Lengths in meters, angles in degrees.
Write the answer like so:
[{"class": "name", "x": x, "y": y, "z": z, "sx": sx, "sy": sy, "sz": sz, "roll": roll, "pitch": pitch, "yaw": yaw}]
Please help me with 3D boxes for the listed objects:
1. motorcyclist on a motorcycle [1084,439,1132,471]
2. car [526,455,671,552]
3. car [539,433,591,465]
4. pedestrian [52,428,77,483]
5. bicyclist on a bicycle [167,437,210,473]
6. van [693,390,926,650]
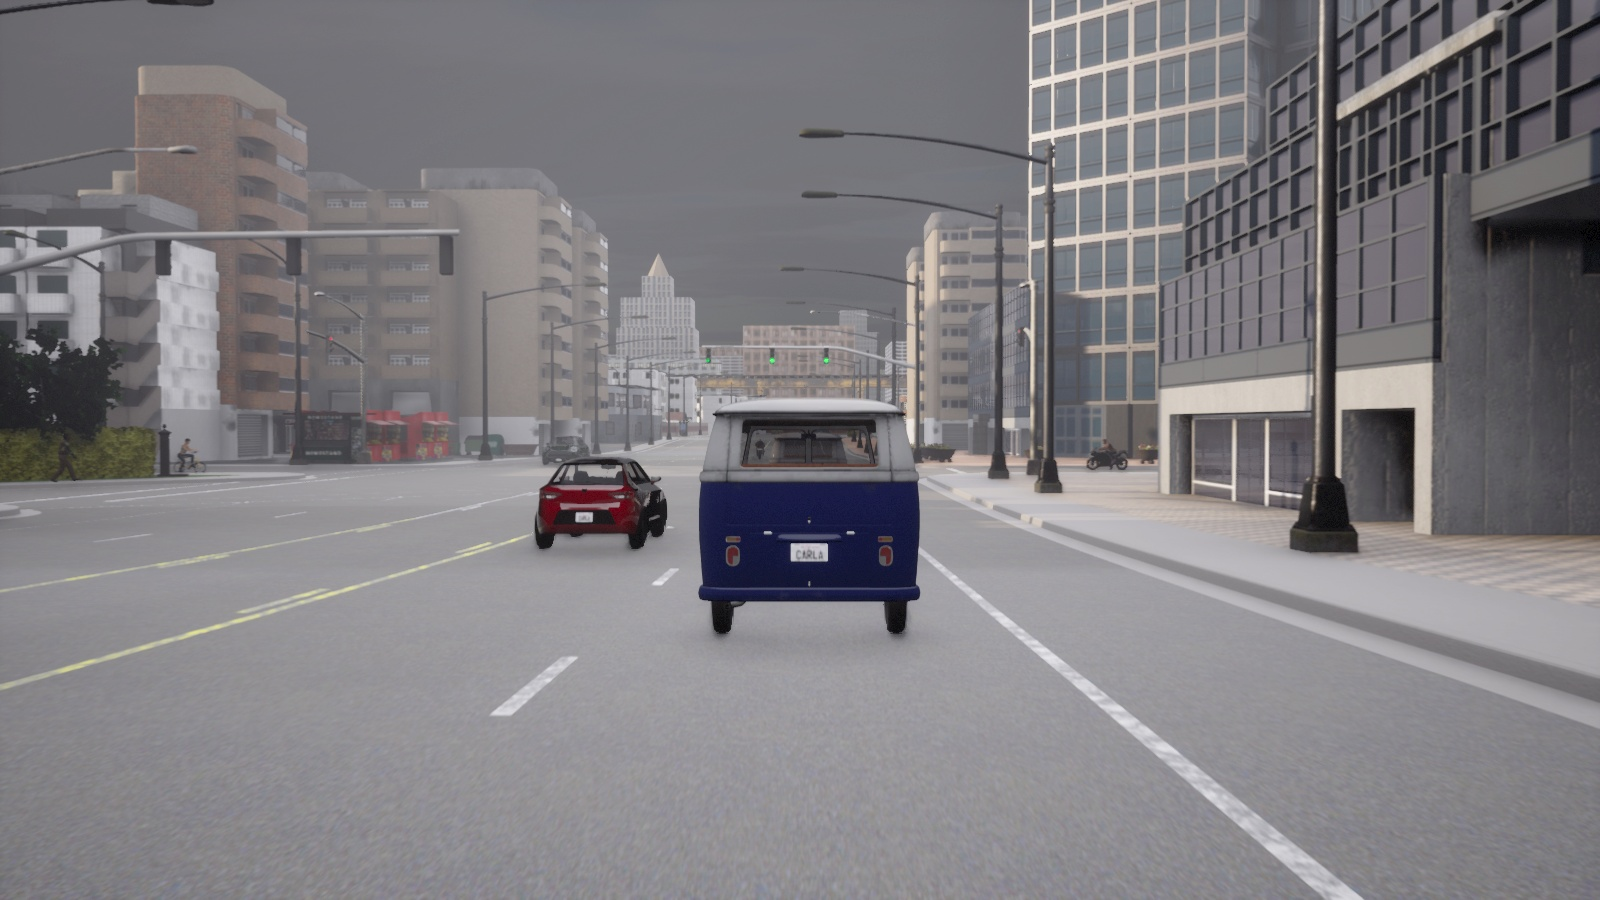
[{"class": "motorcyclist on a motorcycle", "x": 14.637, "y": 0.235, "z": 59.720, "sx": 2.044, "sy": 1.523, "sz": 0.797, "roll": 0, "pitch": 1, "yaw": 1}, {"class": "car", "x": -3.361, "y": 0.842, "z": 21.697, "sx": 1.816, "sy": 1.474, "sz": 4.193, "roll": 0, "pitch": 0, "yaw": 0}, {"class": "car", "x": -13.568, "y": -0.078, "z": 72.753, "sx": 2.097, "sy": 1.767, "sz": 4.553, "roll": 0, "pitch": 1, "yaw": 0}, {"class": "pedestrian", "x": -26.234, "y": 0.186, "z": 44.814, "sx": 0.692, "sy": 1.930, "sz": 0.395, "roll": -1, "pitch": 2, "yaw": -42}, {"class": "bicyclist on a bicycle", "x": -27.649, "y": 0.220, "z": 56.799, "sx": 1.509, "sy": 1.612, "sz": 0.866, "roll": 0, "pitch": 1, "yaw": 1}, {"class": "van", "x": 0.083, "y": 0.551, "z": 11.807, "sx": 1.775, "sy": 1.987, "sz": 4.442, "roll": 0, "pitch": 0, "yaw": 0}]
